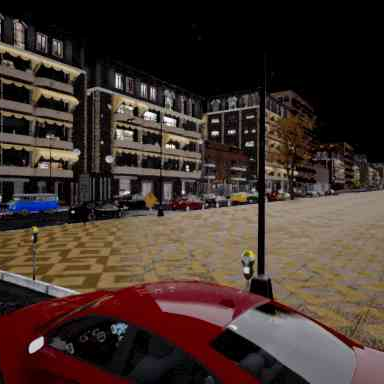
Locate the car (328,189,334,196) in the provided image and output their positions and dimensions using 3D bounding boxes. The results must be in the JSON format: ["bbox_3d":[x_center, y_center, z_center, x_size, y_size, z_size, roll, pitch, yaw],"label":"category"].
[{"bbox_3d":[34.588,0.079,83.205,1.967,1.590,4.097,2,2,35],"label":"car"}]

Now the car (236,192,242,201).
[{"bbox_3d":[7.539,0.768,48.822,1.882,1.535,5.008,1,1,35],"label":"car"}]

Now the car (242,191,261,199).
[{"bbox_3d":[11.728,0.525,64.972,1.752,1.417,4.829,2,2,35],"label":"car"}]

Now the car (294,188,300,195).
[{"bbox_3d":[24.530,-0.030,83.405,2.192,1.841,5.009,2,2,35],"label":"car"}]

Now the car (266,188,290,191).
[{"bbox_3d":[15.732,0.420,60.605,2.097,1.767,4.553,1,1,34],"label":"car"}]

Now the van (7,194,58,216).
[{"bbox_3d":[-13.578,1.035,28.510,1.690,1.788,3.998,2,2,35],"label":"van"}]

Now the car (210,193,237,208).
[{"bbox_3d":[2.830,1.050,37.460,2.008,1.369,4.403,2,2,35],"label":"car"}]

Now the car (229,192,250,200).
[{"bbox_3d":[8.649,0.650,60.539,1.947,1.339,4.313,2,2,35],"label":"car"}]

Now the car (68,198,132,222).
[{"bbox_3d":[-6.696,1.329,23.737,1.947,1.339,4.313,2,2,35],"label":"car"}]

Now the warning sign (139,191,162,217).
[{"bbox_3d":[-3.079,0.851,24.818,1.300,1.860,1.060,-1,0,35],"label":"warning sign"}]

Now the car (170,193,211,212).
[{"bbox_3d":[-0.346,1.132,32.885,1.887,1.381,4.507,2,2,35],"label":"car"}]

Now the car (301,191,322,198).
[{"bbox_3d":[25.061,0.446,69.484,2.008,1.369,4.403,2,2,35],"label":"car"}]

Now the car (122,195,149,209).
[{"bbox_3d":[-6.353,1.051,34.403,1.882,1.535,5.008,1,1,35],"label":"car"}]

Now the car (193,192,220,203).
[{"bbox_3d":[2.298,0.808,51.389,2.008,1.369,4.403,2,2,35],"label":"car"}]

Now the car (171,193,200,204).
[{"bbox_3d":[-0.878,0.910,46.814,1.947,1.339,4.313,2,2,35],"label":"car"}]

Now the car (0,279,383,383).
[{"bbox_3d":[-0.318,1.544,3.094,4.507,1.381,1.887,0,0,36],"label":"car"}]

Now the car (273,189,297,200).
[{"bbox_3d":[15.631,0.675,55.899,1.752,1.417,4.829,2,2,35],"label":"car"}]

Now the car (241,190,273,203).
[{"bbox_3d":[9.182,0.876,46.610,2.008,1.369,4.403,2,2,35],"label":"car"}]

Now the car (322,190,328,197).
[{"bbox_3d":[28.236,0.360,74.058,2.008,1.369,4.403,2,2,35],"label":"car"}]

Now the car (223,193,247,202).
[{"bbox_3d":[7.006,0.811,53.495,1.895,1.301,4.718,1,1,35],"label":"car"}]
